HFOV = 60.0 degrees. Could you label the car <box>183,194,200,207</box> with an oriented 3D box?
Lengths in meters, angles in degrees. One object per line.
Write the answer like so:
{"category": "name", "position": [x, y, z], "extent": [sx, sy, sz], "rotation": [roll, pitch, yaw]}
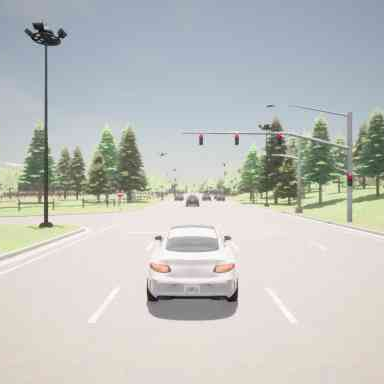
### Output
{"category": "car", "position": [0.096, 1.352, 52.017], "extent": [2.097, 1.767, 4.553], "rotation": [0, 0, 0]}

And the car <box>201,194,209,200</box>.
{"category": "car", "position": [3.671, 1.372, 93.073], "extent": [2.033, 1.411, 5.357], "rotation": [0, 0, 0]}

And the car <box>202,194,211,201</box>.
{"category": "car", "position": [3.653, 1.348, 83.040], "extent": [2.097, 1.767, 4.553], "rotation": [0, 0, 0]}

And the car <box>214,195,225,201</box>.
{"category": "car", "position": [7.152, 1.517, 82.647], "extent": [2.128, 1.511, 4.902], "rotation": [0, 0, 0]}

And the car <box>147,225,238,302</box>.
{"category": "car", "position": [0.021, 1.526, 8.143], "extent": [1.812, 1.442, 4.674], "rotation": [0, 0, 0]}

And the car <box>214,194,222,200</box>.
{"category": "car", "position": [7.171, 1.385, 93.067], "extent": [1.994, 1.385, 4.181], "rotation": [0, 0, 0]}

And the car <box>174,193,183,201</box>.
{"category": "car", "position": [-3.347, 1.544, 83.049], "extent": [1.994, 1.385, 4.181], "rotation": [0, 0, 0]}

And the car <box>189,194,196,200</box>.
{"category": "car", "position": [0.171, 1.332, 93.079], "extent": [1.837, 1.490, 4.892], "rotation": [0, 0, 0]}

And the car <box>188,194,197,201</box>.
{"category": "car", "position": [0.153, 1.348, 83.046], "extent": [2.097, 1.767, 4.553], "rotation": [0, 0, 0]}

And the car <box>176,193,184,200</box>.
{"category": "car", "position": [-3.329, 1.187, 93.056], "extent": [2.097, 1.767, 4.553], "rotation": [0, 0, 0]}
